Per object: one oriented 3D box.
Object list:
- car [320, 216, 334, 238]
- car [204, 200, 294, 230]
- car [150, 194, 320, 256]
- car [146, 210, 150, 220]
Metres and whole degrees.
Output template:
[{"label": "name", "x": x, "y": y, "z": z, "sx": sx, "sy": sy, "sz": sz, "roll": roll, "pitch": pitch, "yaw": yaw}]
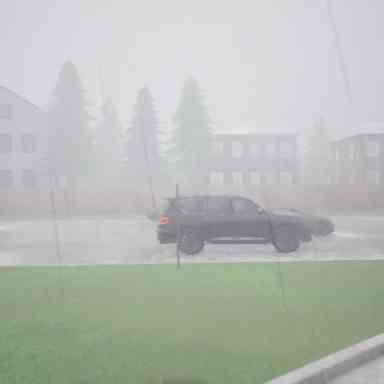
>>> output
[{"label": "car", "x": 4.526, "y": 1.386, "z": 15.956, "sx": 4.181, "sy": 1.385, "sz": 1.994, "roll": -1, "pitch": 0, "yaw": -2}, {"label": "car", "x": 3.202, "y": 1.316, "z": 19.402, "sx": 4.892, "sy": 1.490, "sz": 1.837, "roll": -1, "pitch": 1, "yaw": -2}, {"label": "car", "x": 1.446, "y": 1.109, "z": 12.326, "sx": 5.566, "sy": 2.045, "sz": 2.150, "roll": -1, "pitch": 0, "yaw": -2}, {"label": "car", "x": -0.694, "y": 1.430, "z": 22.757, "sx": 4.718, "sy": 1.301, "sz": 1.895, "roll": -1, "pitch": 0, "yaw": -2}]
